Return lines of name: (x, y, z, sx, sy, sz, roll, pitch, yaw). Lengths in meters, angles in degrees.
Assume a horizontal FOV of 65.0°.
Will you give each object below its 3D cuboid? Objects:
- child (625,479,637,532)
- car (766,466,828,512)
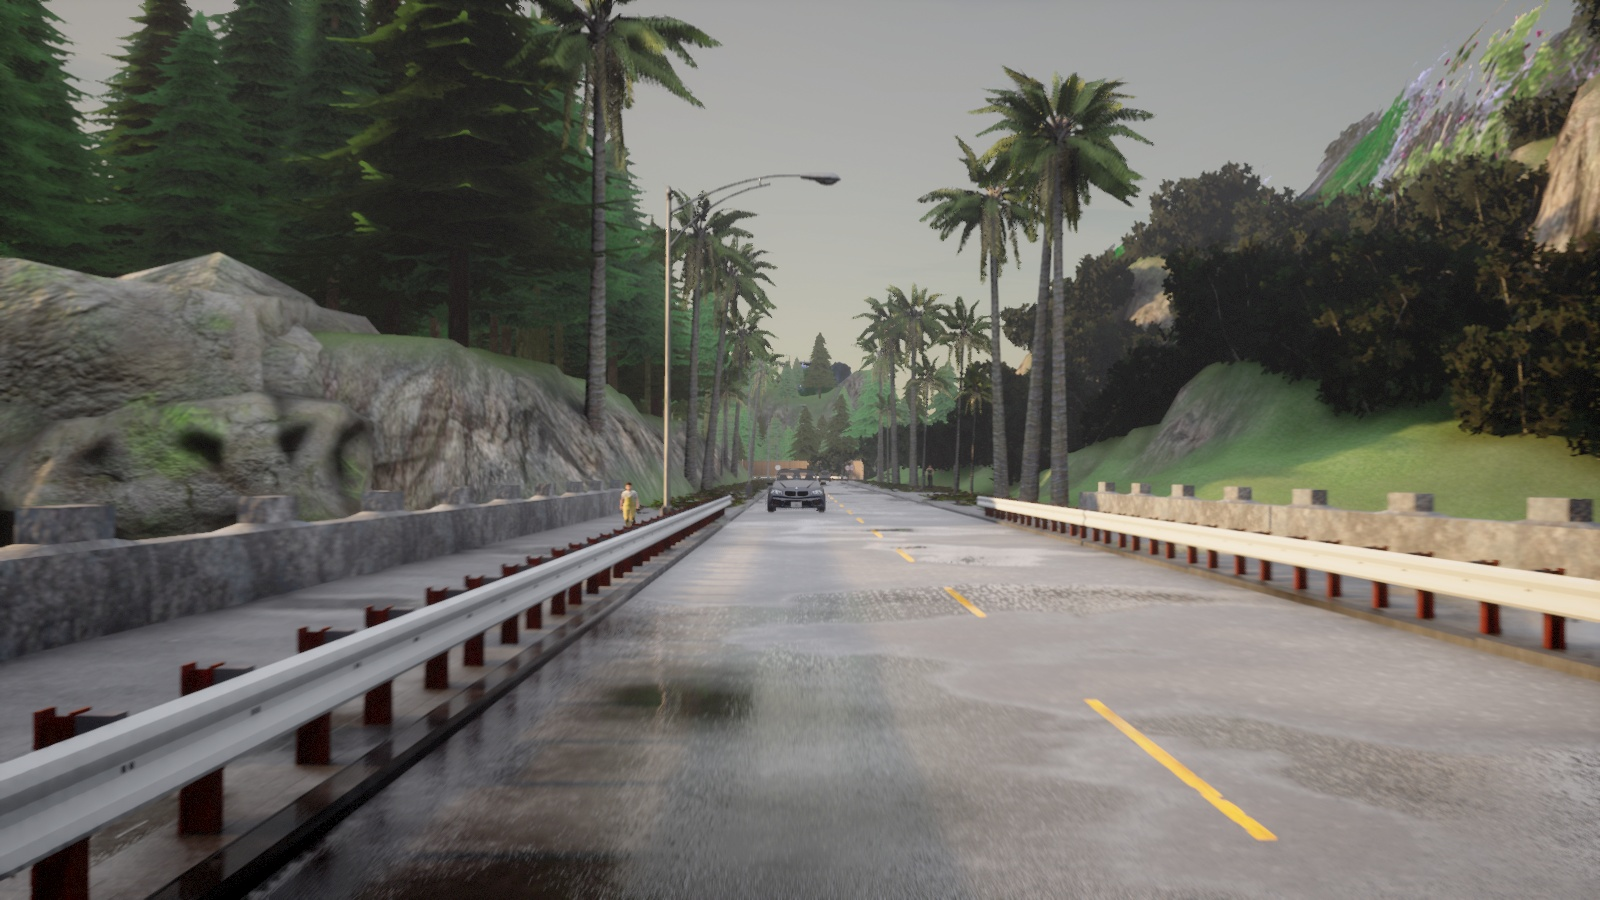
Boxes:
child: (-4.067, 1.325, 30.231, 0.270, 1.263, 0.437, 0, -1, -4)
car: (-0.120, 1.467, 48.404, 2.242, 1.667, 4.611, 0, -1, 0)
